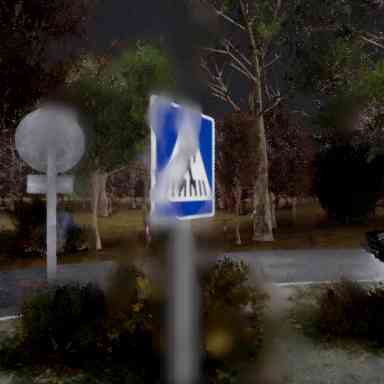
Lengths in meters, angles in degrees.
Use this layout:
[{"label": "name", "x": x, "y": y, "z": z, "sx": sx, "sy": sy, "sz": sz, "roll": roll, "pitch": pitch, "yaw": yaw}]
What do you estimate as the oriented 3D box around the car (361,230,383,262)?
[{"label": "car", "x": 6.809, "y": 1.208, "z": 8.097, "sx": 4.718, "sy": 1.301, "sz": 1.895, "roll": -3, "pitch": -1, "yaw": 14}]
